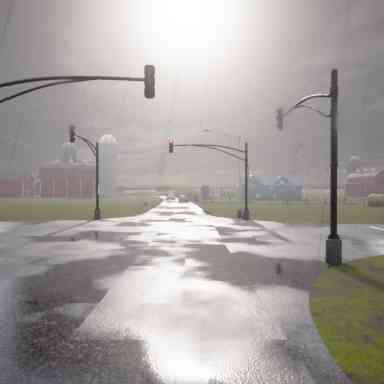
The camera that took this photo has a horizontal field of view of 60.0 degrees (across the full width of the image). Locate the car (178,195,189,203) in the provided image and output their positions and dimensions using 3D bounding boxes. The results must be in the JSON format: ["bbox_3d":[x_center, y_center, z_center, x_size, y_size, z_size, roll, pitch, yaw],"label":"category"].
[{"bbox_3d":[-1.721,1.624,69.967,1.895,1.301,4.718,0,0,-3],"label":"car"}]

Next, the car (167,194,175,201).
[{"bbox_3d":[-4.708,1.182,73.967,1.812,1.442,4.674,0,0,-3],"label":"car"}]

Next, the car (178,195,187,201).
[{"bbox_3d":[-2.332,1.464,79.951,1.837,1.490,4.892,0,0,-4],"label":"car"}]
